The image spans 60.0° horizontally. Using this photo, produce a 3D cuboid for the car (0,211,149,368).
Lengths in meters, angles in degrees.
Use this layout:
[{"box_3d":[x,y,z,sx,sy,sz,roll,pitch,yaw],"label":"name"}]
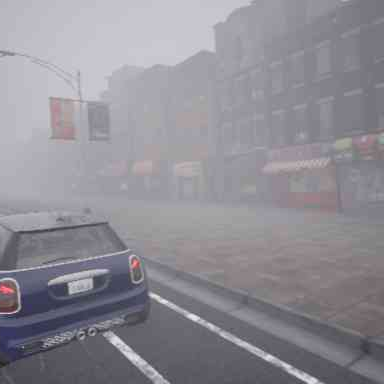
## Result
[{"box_3d":[-2.630,1.118,5.752,2.097,1.767,4.553,-4,4,-37],"label":"car"}]
